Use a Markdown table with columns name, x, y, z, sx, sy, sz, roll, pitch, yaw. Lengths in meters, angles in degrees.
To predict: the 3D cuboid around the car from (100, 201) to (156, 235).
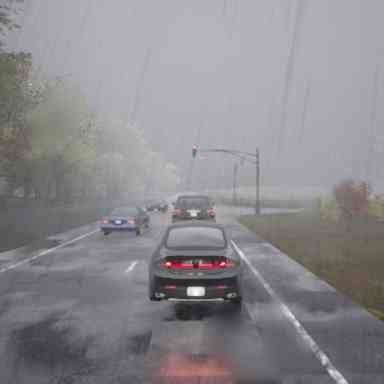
| name | x | y | z | sx | sy | sz | roll | pitch | yaw |
| --- | --- | --- | --- | --- | --- | --- | --- | --- | --- |
| car | -3.420 | 1.434 | 17.895 | 2.033 | 1.411 | 5.357 | 0 | 0 | 0 |

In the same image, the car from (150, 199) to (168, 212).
| name | x | y | z | sx | sy | sz | roll | pitch | yaw |
| --- | --- | --- | --- | --- | --- | --- | --- | --- | --- |
| car | -3.439 | 1.387 | 33.835 | 1.895 | 1.301 | 4.718 | 0 | 0 | 0 |

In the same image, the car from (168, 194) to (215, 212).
| name | x | y | z | sx | sy | sz | roll | pitch | yaw |
| --- | --- | --- | --- | --- | --- | --- | --- | --- | --- |
| car | 0.080 | 1.108 | 18.038 | 2.150 | 2.045 | 5.566 | 0 | 0 | 0 |

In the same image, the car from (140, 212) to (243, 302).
| name | x | y | z | sx | sy | sz | roll | pitch | yaw |
| --- | --- | --- | --- | --- | --- | --- | --- | --- | --- |
| car | 0.087 | 1.452 | 8.132 | 1.837 | 1.490 | 4.892 | 0 | 0 | 0 |
